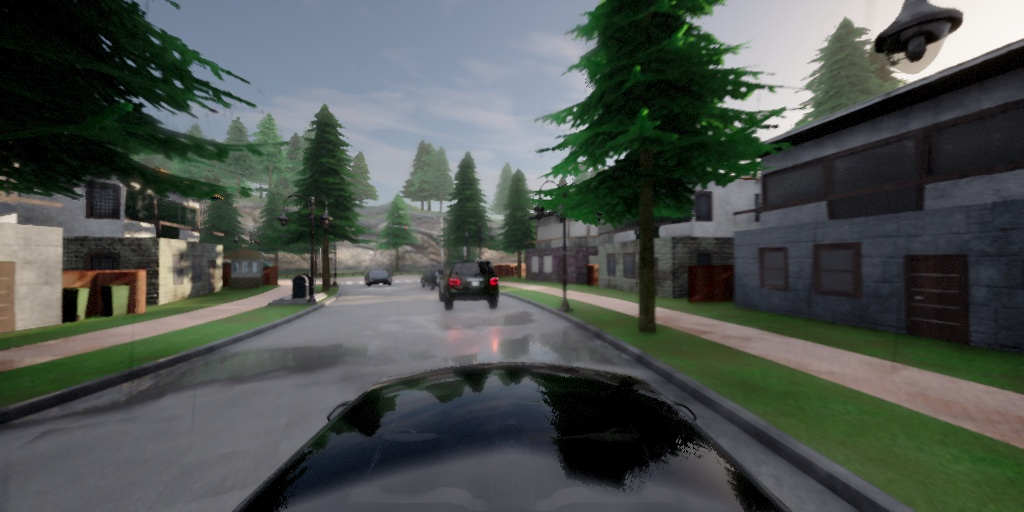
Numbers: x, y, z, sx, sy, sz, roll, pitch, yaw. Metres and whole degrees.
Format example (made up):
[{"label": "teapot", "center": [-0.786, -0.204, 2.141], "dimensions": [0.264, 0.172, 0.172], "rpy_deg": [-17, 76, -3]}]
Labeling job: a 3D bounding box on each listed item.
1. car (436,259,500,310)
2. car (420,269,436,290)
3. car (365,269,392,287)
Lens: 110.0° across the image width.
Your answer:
[{"label": "car", "center": [-2.076, 1.186, 16.255], "dimensions": [2.150, 2.045, 5.566], "rpy_deg": [0, -1, -15]}, {"label": "car", "center": [-5.335, 1.670, 26.208], "dimensions": [2.033, 1.411, 5.357], "rpy_deg": [0, -1, -26]}, {"label": "car", "center": [-11.359, 1.835, 30.328], "dimensions": [2.033, 1.411, 5.357], "rpy_deg": [0, -1, -25]}]
